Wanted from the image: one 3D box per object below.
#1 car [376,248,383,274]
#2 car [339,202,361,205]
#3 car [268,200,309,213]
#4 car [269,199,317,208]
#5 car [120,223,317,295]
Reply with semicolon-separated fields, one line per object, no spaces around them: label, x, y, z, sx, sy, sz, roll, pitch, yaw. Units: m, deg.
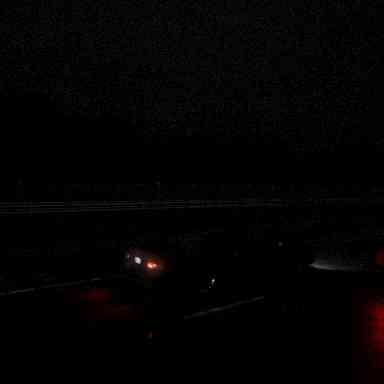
car;6.800;1.597;8.547;4.718;1.301;1.895;0;0;-35
car;14.662;1.616;31.219;4.718;1.301;1.895;0;0;-34
car;10.780;1.612;37.044;4.718;1.301;1.895;0;0;-34
car;10.161;1.512;32.389;4.892;1.490;1.837;0;0;-34
car;0.900;1.545;8.687;5.357;1.411;2.033;0;0;-34
